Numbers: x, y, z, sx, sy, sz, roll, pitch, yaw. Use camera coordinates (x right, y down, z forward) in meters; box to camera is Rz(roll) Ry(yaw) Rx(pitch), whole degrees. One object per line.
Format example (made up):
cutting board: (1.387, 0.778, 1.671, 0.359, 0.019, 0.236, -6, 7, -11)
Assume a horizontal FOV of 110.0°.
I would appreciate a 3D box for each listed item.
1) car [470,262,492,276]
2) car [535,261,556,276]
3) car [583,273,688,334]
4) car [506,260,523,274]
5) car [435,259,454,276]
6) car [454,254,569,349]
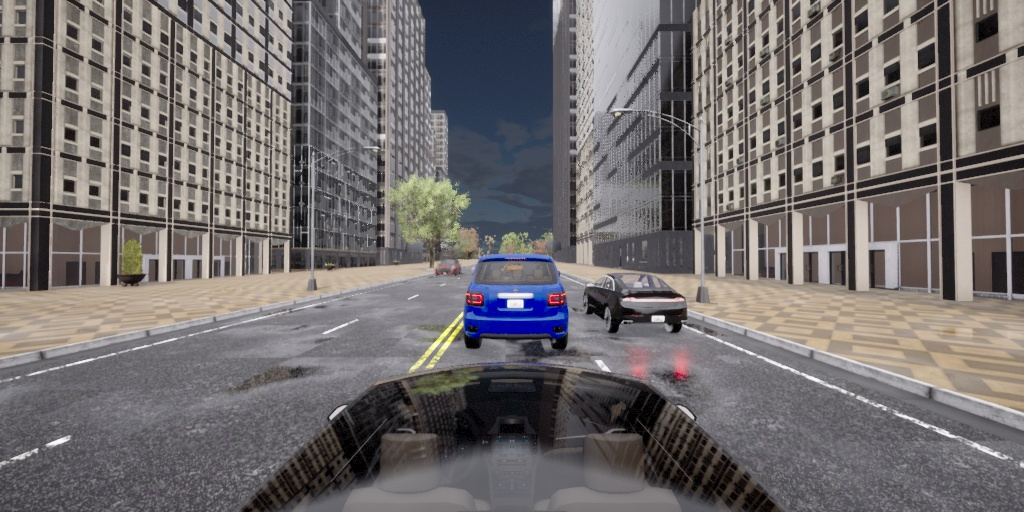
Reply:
car: (-3.184, 1.362, 37.915, 1.895, 1.301, 4.718, 0, 0, 0)
car: (3.508, 1.267, 38.247, 1.837, 1.490, 4.892, 0, 0, 0)
car: (3.388, 1.244, 10.712, 2.128, 1.511, 4.902, 0, 0, 0)
car: (0.277, 1.241, 42.640, 1.882, 1.535, 5.008, 0, 0, 0)
car: (-6.440, 1.113, 36.732, 2.097, 1.767, 4.553, 0, 0, 0)
car: (0.120, 0.974, 9.276, 2.150, 2.045, 5.566, 0, 0, 1)
